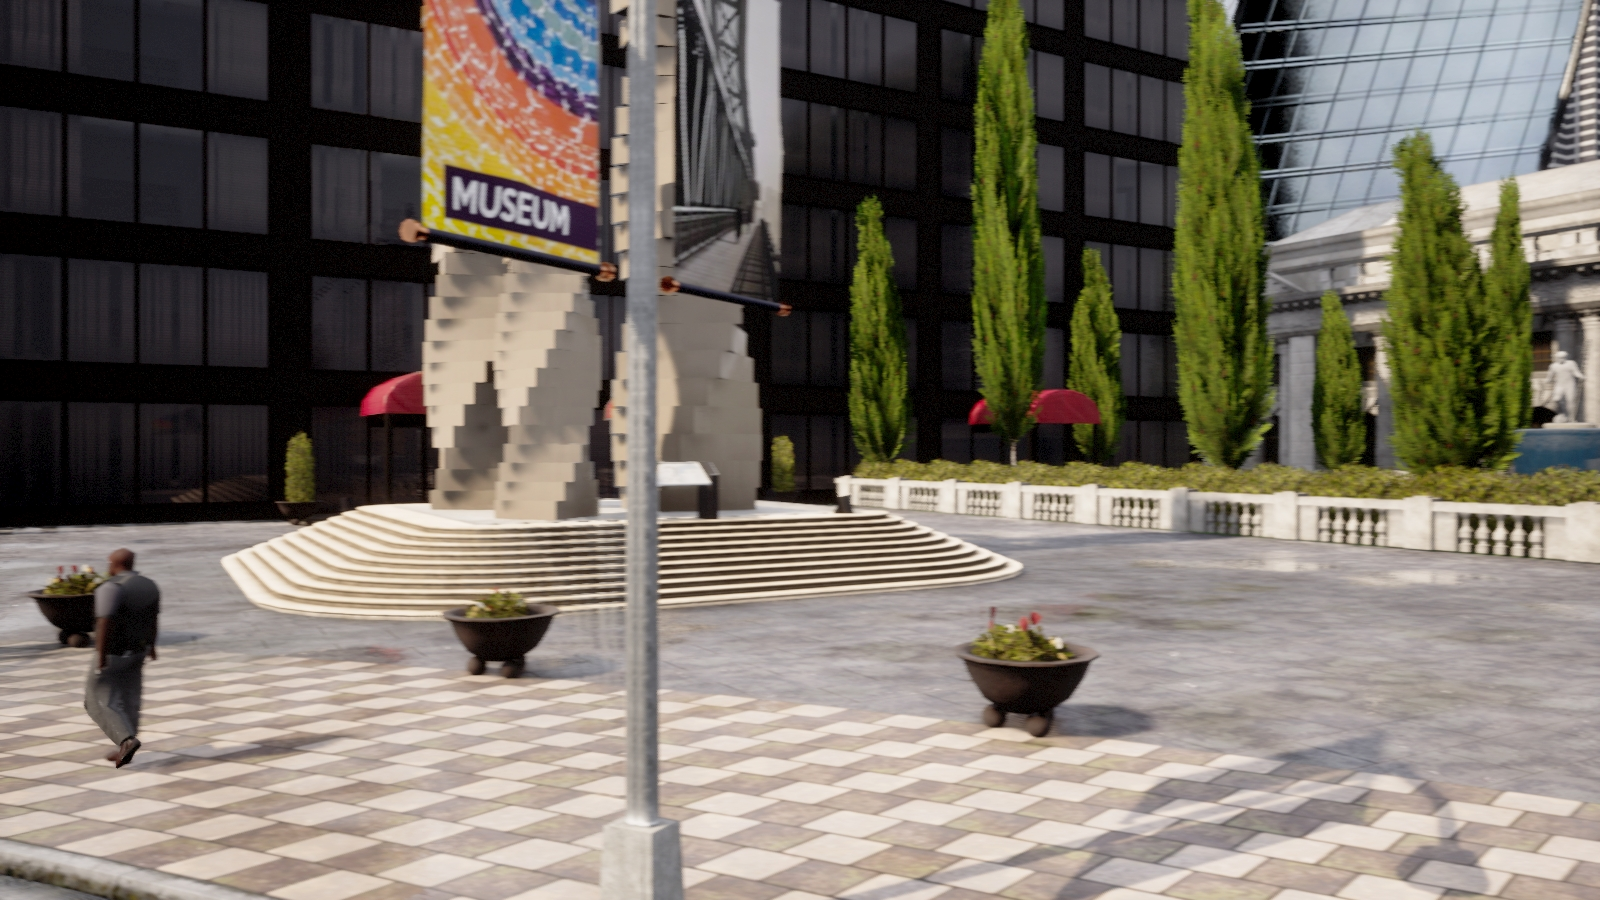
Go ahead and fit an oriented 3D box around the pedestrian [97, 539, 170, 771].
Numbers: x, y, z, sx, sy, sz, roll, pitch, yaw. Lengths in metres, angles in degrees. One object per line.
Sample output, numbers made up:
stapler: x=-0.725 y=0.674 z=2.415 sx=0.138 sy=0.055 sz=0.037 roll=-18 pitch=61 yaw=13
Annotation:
pedestrian: x=-5.579 y=1.694 z=9.570 sx=0.375 sy=1.860 sz=0.375 roll=0 pitch=0 yaw=16
